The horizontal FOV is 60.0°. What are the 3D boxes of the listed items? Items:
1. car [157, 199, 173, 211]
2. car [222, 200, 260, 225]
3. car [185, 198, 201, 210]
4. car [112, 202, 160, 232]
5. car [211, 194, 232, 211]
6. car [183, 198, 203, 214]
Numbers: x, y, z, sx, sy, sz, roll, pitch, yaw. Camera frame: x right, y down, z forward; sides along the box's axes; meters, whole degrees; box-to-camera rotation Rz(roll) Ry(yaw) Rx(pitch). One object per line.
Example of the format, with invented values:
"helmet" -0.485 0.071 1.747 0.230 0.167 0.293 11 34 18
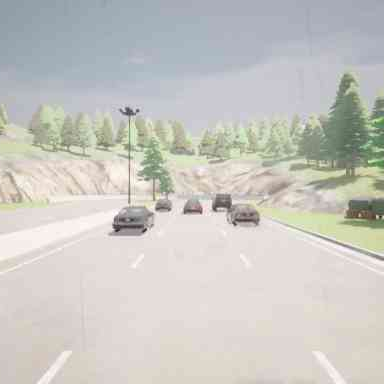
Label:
"car" -3.378 1.547 40.412 2.033 1.411 5.357 0 0 0
"car" 3.607 1.547 24.033 2.033 1.411 5.357 0 0 0
"car" 0.163 1.547 44.436 2.033 1.411 5.357 0 0 1
"car" -3.394 1.547 20.050 2.033 1.411 5.357 0 0 0
"car" 3.624 1.222 40.424 2.150 2.045 5.566 0 0 0
"car" 0.108 1.564 35.189 1.994 1.385 4.181 0 0 0
